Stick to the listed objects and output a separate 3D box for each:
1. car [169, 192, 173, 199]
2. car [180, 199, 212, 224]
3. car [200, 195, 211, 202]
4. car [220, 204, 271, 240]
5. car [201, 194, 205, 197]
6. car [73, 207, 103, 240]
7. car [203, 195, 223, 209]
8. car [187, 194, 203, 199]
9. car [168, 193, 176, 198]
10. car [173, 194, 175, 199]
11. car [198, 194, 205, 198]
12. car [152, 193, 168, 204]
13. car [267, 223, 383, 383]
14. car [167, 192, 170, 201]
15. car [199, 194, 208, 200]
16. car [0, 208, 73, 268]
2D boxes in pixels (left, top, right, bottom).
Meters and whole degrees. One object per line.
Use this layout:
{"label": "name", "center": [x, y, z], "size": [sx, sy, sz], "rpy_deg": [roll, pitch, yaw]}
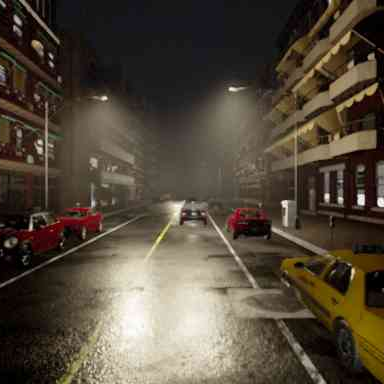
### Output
{"label": "car", "center": [-5.697, 1.201, 72.815], "size": [1.887, 1.381, 4.507], "rpy_deg": [0, 0, 0]}
{"label": "car", "center": [0.097, 1.437, 23.602], "size": [2.033, 1.411, 5.357], "rpy_deg": [0, 0, 0]}
{"label": "car", "center": [2.684, 1.249, 67.175], "size": [1.947, 1.339, 4.313], "rpy_deg": [0, 0, 0]}
{"label": "car", "center": [2.689, 1.468, 16.450], "size": [1.887, 1.381, 4.507], "rpy_deg": [0, 0, 0]}
{"label": "car", "center": [2.685, 1.235, 61.708], "size": [1.752, 1.417, 4.829], "rpy_deg": [0, 0, 0]}
{"label": "car", "center": [-5.691, 1.468, 16.453], "size": [1.887, 1.381, 4.507], "rpy_deg": [0, 0, 0]}
{"label": "car", "center": [2.687, 1.368, 38.994], "size": [2.008, 1.369, 4.403], "rpy_deg": [0, 0, 0]}
{"label": "car", "center": [0.087, 1.333, 41.219], "size": [1.812, 1.442, 4.674], "rpy_deg": [0, 0, 0]}
{"label": "car", "center": [-5.699, 1.075, 95.189], "size": [1.752, 1.417, 4.829], "rpy_deg": [0, 0, 0]}
{"label": "car", "center": [-5.697, 0.918, 84.086], "size": [2.192, 1.841, 5.009], "rpy_deg": [0, 0, 0]}
{"label": "car", "center": [2.681, 1.130, 95.356], "size": [1.802, 1.307, 4.206], "rpy_deg": [0, 0, 0]}
{"label": "car", "center": [-5.695, 1.288, 55.905], "size": [2.008, 1.369, 4.403], "rpy_deg": [0, 0, 0]}
{"label": "car", "center": [2.691, 1.500, 5.347], "size": [1.752, 1.417, 4.829], "rpy_deg": [0, 0, 0]}
{"label": "car", "center": [-5.696, 1.261, 61.542], "size": [2.008, 1.369, 4.403], "rpy_deg": [0, 0, 0]}
{"label": "car", "center": [2.683, 1.211, 78.448], "size": [1.802, 1.307, 4.206], "rpy_deg": [0, 0, 0]}
{"label": "car", "center": [-5.690, 1.390, 10.815], "size": [1.967, 1.590, 4.097], "rpy_deg": [0, 0, 0]}
